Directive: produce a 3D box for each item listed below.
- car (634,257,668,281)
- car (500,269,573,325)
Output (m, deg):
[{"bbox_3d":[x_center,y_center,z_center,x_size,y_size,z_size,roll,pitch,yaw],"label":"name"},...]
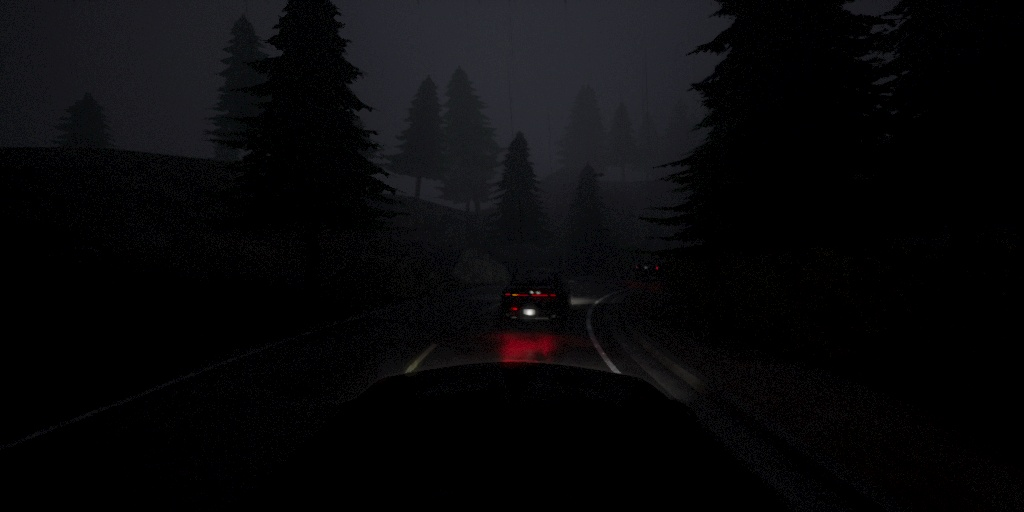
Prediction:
[{"bbox_3d":[11.027,0.821,26.208,4.553,1.767,2.097,-1,1,-36],"label":"car"},{"bbox_3d":[0.890,1.143,11.432,1.837,1.490,4.892,0,1,11],"label":"car"}]
